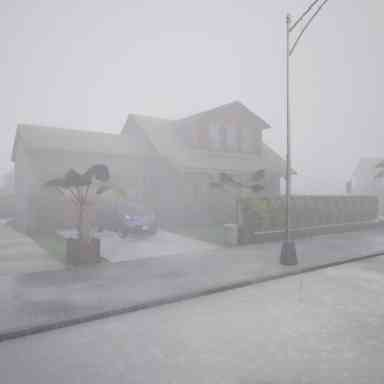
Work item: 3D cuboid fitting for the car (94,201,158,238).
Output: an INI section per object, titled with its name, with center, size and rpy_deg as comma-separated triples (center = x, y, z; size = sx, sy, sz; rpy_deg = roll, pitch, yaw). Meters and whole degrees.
[car]
center = -3.054, 1.174, 15.268
size = 1.845, 1.501, 3.633
rpy_deg = 0, 0, -38
